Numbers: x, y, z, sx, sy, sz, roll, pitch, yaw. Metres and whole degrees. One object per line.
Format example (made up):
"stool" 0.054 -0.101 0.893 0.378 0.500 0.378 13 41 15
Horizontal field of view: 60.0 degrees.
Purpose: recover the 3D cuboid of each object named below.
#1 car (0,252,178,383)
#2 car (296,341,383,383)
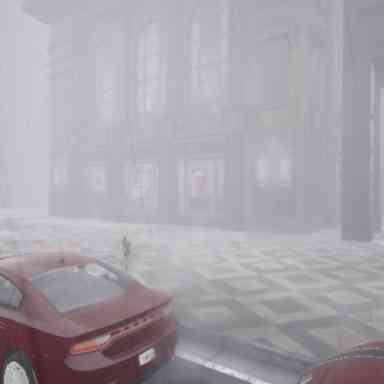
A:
"car" -2.274 1.537 4.695 4.507 1.381 1.887 0 0 36
"car" 2.324 1.442 1.415 4.097 1.590 1.967 0 0 36
